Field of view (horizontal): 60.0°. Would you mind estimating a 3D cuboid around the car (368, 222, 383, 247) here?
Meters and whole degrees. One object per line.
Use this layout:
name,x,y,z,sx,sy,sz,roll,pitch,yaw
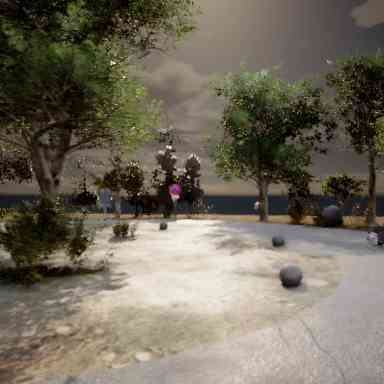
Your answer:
car,8.795,1.659,13.143,1.837,1.490,4.892,2,0,5
